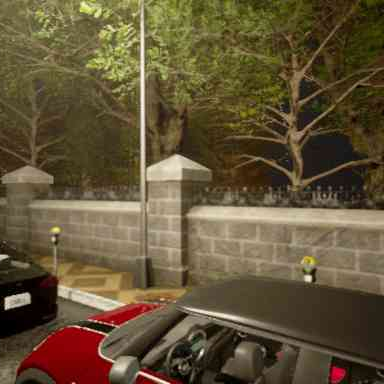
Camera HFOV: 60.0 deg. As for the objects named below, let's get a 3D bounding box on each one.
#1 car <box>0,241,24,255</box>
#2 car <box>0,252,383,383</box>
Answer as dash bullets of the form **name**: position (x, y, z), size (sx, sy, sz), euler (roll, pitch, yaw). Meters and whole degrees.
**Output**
- **car**: position (-4.092, 1.523, 5.803), size (4.313, 1.339, 1.947), euler (0, 0, 36)
- **car**: position (0.371, 1.433, 2.622), size (4.097, 1.590, 1.967), euler (0, 0, 36)
